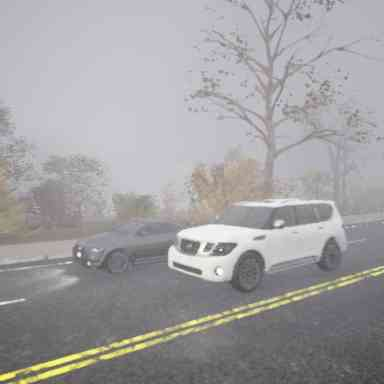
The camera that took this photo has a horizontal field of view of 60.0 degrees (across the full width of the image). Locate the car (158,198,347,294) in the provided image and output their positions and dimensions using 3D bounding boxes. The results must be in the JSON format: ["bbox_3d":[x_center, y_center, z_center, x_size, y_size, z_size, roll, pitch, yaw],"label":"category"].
[{"bbox_3d":[2.072,1.226,9.243,5.566,2.045,2.150,0,0,-36],"label":"car"}]

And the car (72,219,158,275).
[{"bbox_3d":[-1.579,1.584,10.603,4.181,1.385,1.994,0,0,-36],"label":"car"}]
